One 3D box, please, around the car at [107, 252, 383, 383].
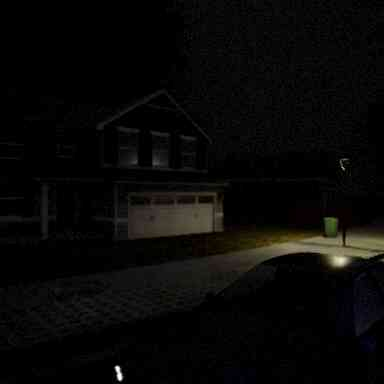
[{"bbox_3d":[1.613,1.579,4.343,5.357,1.411,2.033,1,0,-45],"label":"car"}]
